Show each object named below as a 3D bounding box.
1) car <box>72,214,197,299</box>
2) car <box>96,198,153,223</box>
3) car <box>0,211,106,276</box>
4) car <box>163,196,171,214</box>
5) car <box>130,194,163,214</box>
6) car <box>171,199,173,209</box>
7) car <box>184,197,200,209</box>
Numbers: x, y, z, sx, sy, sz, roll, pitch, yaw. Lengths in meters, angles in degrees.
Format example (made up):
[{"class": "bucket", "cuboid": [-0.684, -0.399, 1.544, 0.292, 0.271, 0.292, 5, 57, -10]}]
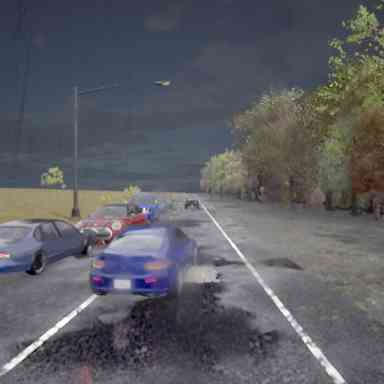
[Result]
[{"class": "car", "cuboid": [-0.980, 1.517, 8.385, 1.812, 1.442, 4.674, 0, 0, 7]}, {"class": "car", "cuboid": [-3.504, 1.345, 15.091, 2.097, 1.767, 4.553, 0, 0, 8]}, {"class": "car", "cuboid": [-4.784, 1.543, 10.354, 2.033, 1.411, 5.357, 0, 0, 8]}, {"class": "car", "cuboid": [-3.626, 1.331, 34.349, 2.097, 1.767, 4.553, 0, 0, 0]}, {"class": "car", "cuboid": [-3.627, 1.209, 24.345, 2.150, 2.045, 5.566, 0, 0, -1]}, {"class": "car", "cuboid": [-3.634, 1.322, 44.356, 2.097, 1.767, 4.553, 0, 0, 0]}, {"class": "car", "cuboid": [0.007, 1.475, 43.890, 1.837, 1.490, 4.892, 0, 0, 0]}]
